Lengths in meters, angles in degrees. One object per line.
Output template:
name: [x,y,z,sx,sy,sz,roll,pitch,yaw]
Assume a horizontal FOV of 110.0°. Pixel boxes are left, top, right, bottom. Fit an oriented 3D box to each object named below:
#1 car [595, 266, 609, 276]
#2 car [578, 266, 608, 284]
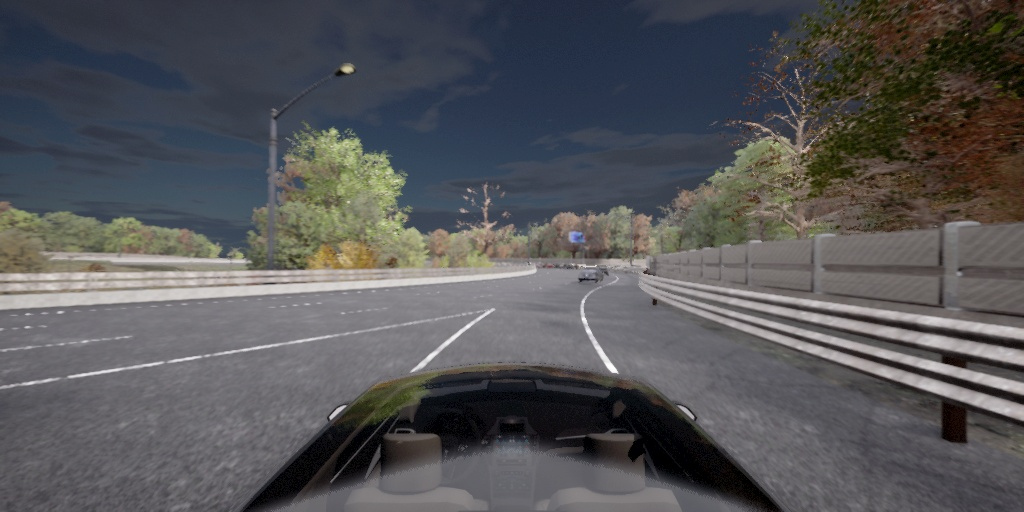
car: [13.720,2.250,54.892,1.837,1.490,4.892,1,-1,12]
car: [7.695,1.873,34.747,2.033,1.411,5.357,0,-1,22]
